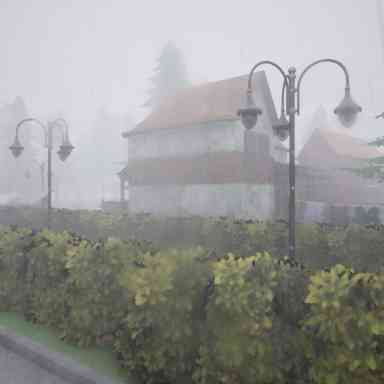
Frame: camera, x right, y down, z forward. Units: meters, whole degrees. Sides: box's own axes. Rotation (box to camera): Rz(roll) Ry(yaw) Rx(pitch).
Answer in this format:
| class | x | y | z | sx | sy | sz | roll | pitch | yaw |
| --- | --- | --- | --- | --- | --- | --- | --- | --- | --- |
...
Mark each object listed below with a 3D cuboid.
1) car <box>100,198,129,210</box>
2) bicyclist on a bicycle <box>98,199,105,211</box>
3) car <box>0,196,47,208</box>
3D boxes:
| class | x | y | z | sx | sy | sz | roll | pitch | yaw |
| --- | --- | --- | --- | --- | --- | --- | --- | --- | --- |
| car | -8.989 | 1.514 | 40.572 | 2.097 | 1.767 | 4.553 | 0 | 0 | 37 |
| bicyclist on a bicycle | -7.842 | 1.463 | 29.529 | 1.656 | 1.620 | 0.582 | 0 | 0 | 36 |
| car | -16.078 | 1.384 | 30.863 | 2.150 | 2.045 | 5.566 | 0 | 0 | 36 |
